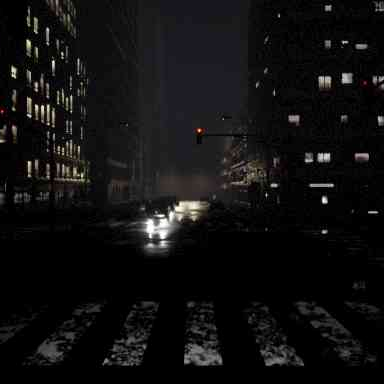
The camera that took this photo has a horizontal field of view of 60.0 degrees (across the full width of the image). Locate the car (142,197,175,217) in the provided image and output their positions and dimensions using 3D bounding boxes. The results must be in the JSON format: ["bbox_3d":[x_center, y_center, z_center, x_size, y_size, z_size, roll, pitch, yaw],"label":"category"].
[{"bbox_3d":[-3.046,1.482,30.999,2.128,1.511,4.902,0,0,0],"label":"car"}]

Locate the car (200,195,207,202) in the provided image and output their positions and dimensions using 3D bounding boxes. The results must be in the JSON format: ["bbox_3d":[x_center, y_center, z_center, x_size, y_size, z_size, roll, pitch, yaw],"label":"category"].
[{"bbox_3d":[2.804,1.422,72.585,1.967,1.590,4.097,-1,0,0],"label":"car"}]

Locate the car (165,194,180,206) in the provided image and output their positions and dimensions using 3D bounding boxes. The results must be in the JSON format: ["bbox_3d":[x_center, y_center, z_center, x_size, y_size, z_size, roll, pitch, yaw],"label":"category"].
[{"bbox_3d":[-2.999,1.339,50.448,2.097,1.767,4.553,0,0,0],"label":"car"}]

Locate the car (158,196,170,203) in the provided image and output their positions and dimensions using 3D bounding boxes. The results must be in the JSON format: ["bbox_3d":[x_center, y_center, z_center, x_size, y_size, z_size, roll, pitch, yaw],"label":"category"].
[{"bbox_3d":[-5.584,1.528,66.944,1.887,1.381,4.507,-1,0,0],"label":"car"}]

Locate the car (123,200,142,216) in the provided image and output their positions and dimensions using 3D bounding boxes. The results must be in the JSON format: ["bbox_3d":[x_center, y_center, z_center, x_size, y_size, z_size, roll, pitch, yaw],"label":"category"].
[{"bbox_3d":[-5.646,1.516,32.847,1.752,1.417,4.829,-1,0,0],"label":"car"}]

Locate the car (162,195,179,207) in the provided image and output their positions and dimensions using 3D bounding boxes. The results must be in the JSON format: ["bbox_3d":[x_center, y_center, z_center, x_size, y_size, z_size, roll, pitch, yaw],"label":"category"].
[{"bbox_3d":[-3.023,1.480,40.484,2.128,1.511,4.902,0,0,0],"label":"car"}]

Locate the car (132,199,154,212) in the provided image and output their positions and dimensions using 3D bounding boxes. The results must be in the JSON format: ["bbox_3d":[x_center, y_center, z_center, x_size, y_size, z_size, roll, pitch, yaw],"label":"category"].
[{"bbox_3d":[-5.635,1.555,38.672,1.947,1.339,4.313,-1,0,0],"label":"car"}]

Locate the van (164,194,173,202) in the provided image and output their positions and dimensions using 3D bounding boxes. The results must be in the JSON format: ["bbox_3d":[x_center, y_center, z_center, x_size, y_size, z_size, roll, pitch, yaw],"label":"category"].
[{"bbox_3d":[-5.567,1.322,78.254,1.690,1.788,3.998,-1,0,0],"label":"van"}]

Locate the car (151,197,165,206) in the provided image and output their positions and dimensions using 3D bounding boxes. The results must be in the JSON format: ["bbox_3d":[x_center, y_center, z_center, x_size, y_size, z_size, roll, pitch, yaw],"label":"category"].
[{"bbox_3d":[-5.605,1.530,55.635,1.887,1.381,4.507,-1,0,0],"label":"car"}]

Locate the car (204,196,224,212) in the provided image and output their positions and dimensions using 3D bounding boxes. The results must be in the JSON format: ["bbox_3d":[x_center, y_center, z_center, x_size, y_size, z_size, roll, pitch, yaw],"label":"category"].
[{"bbox_3d":[2.745,1.540,38.657,2.008,1.369,4.403,-1,0,0],"label":"car"}]

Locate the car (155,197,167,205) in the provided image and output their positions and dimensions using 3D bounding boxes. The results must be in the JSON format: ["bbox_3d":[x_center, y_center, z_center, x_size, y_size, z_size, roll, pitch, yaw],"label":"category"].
[{"bbox_3d":[-5.594,1.567,61.290,1.802,1.307,4.206,-1,0,0],"label":"car"}]
